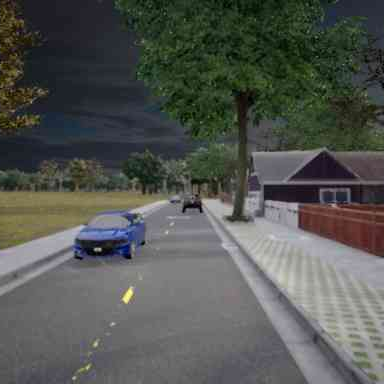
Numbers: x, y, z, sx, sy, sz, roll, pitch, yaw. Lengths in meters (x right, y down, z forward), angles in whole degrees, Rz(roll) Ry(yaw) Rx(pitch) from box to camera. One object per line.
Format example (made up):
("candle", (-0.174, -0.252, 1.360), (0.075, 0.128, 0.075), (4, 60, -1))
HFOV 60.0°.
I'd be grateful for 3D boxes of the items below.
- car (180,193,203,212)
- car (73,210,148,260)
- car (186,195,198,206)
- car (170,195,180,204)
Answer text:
("car", (0.053, 1.144, 37.650), (2.150, 2.045, 5.566), (0, 1, 0))
("car", (-2.856, 1.466, 12.560), (1.882, 1.535, 5.008), (0, 0, 0))
("car", (-0.030, 1.322, 54.219), (1.882, 1.535, 5.008), (0, 0, 0))
("car", (-2.783, 1.335, 57.362), (1.882, 1.535, 5.008), (0, 0, 0))
